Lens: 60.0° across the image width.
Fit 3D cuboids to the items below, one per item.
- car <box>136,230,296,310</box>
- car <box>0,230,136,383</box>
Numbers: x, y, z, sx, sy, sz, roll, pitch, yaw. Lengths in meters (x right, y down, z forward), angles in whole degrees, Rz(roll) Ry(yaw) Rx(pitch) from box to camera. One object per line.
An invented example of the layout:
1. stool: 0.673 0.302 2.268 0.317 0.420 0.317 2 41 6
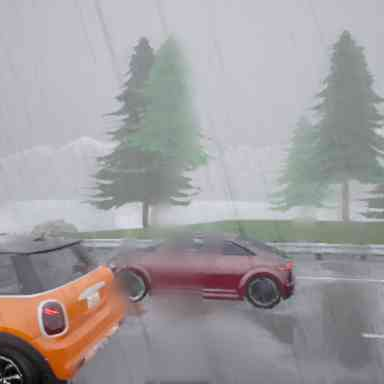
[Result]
1. car: 0.151 1.585 7.518 4.181 1.385 1.994 -1 0 10
2. car: -3.340 1.397 4.579 4.553 1.767 2.097 0 0 10
